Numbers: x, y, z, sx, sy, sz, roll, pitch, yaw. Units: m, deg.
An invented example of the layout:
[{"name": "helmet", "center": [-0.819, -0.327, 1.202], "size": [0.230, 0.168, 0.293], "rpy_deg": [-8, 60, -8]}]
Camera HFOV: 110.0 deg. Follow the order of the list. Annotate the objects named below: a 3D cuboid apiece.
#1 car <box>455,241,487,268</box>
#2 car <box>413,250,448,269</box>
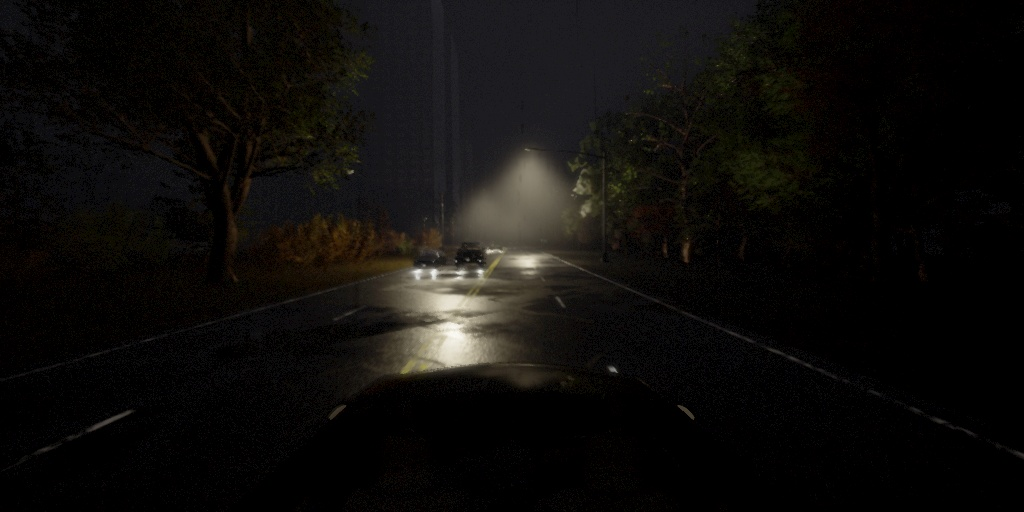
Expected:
[{"name": "car", "center": [-3.281, -0.171, 29.447], "size": [2.150, 2.045, 5.566], "rpy_deg": [-1, 3, 0]}, {"name": "car", "center": [-6.531, 0.201, 29.339], "size": [2.033, 1.411, 5.357], "rpy_deg": [-1, 3, 0]}]
